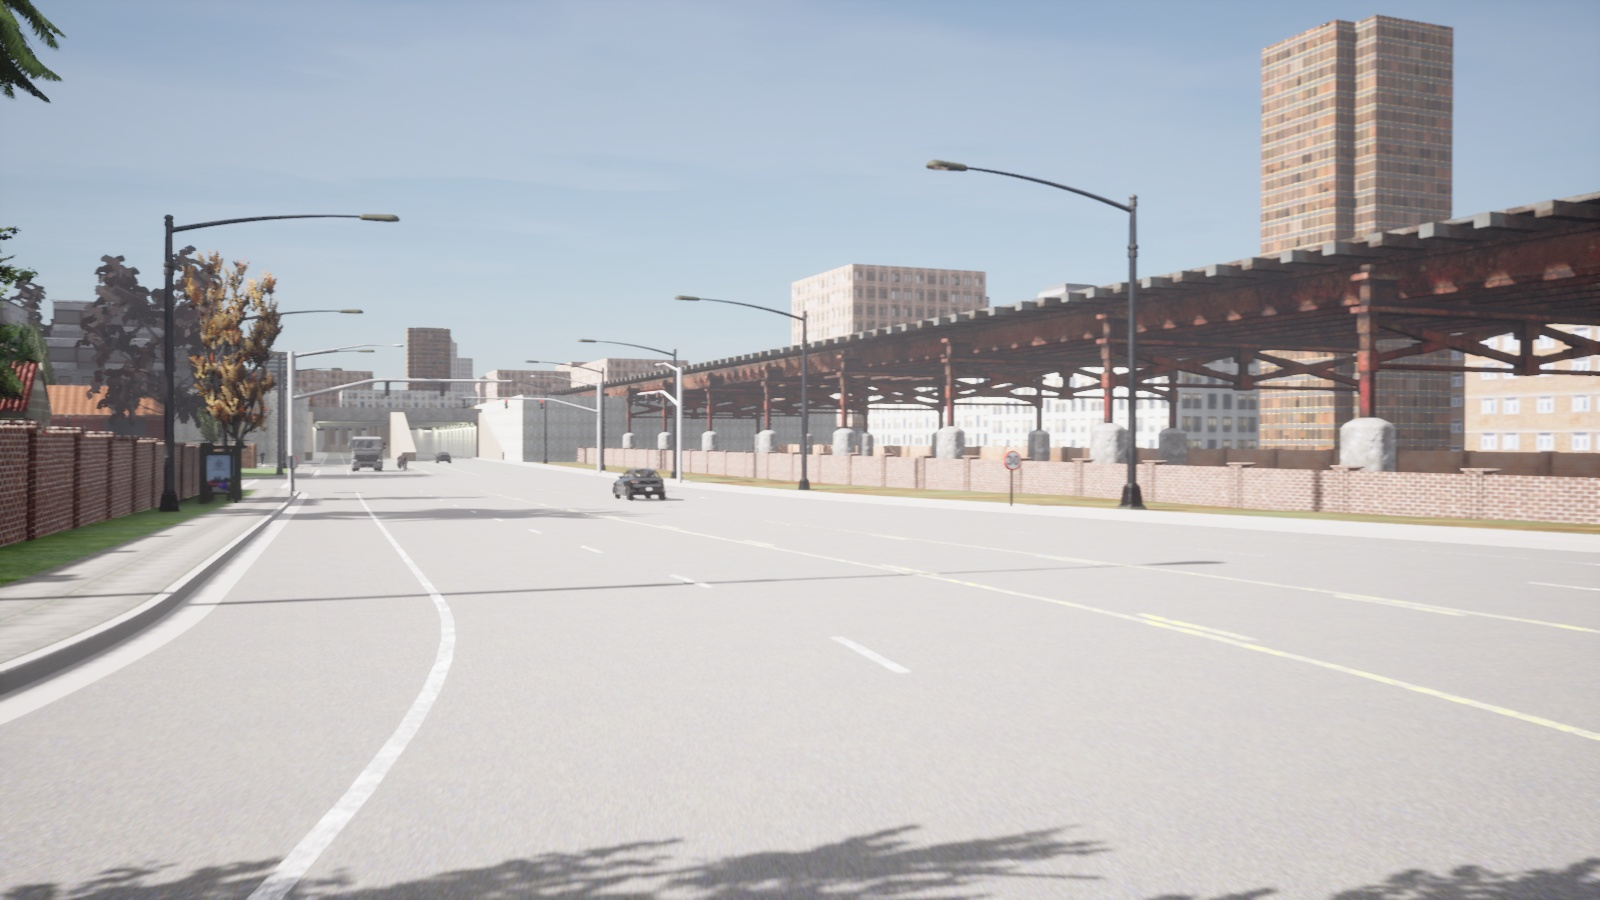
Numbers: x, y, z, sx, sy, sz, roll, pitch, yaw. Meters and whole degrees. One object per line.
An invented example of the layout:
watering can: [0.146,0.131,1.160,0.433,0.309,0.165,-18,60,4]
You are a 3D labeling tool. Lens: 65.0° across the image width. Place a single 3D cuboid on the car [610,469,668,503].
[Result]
car: [-7.644,1.667,59.217,1.816,1.474,4.193,0,0,-20]
